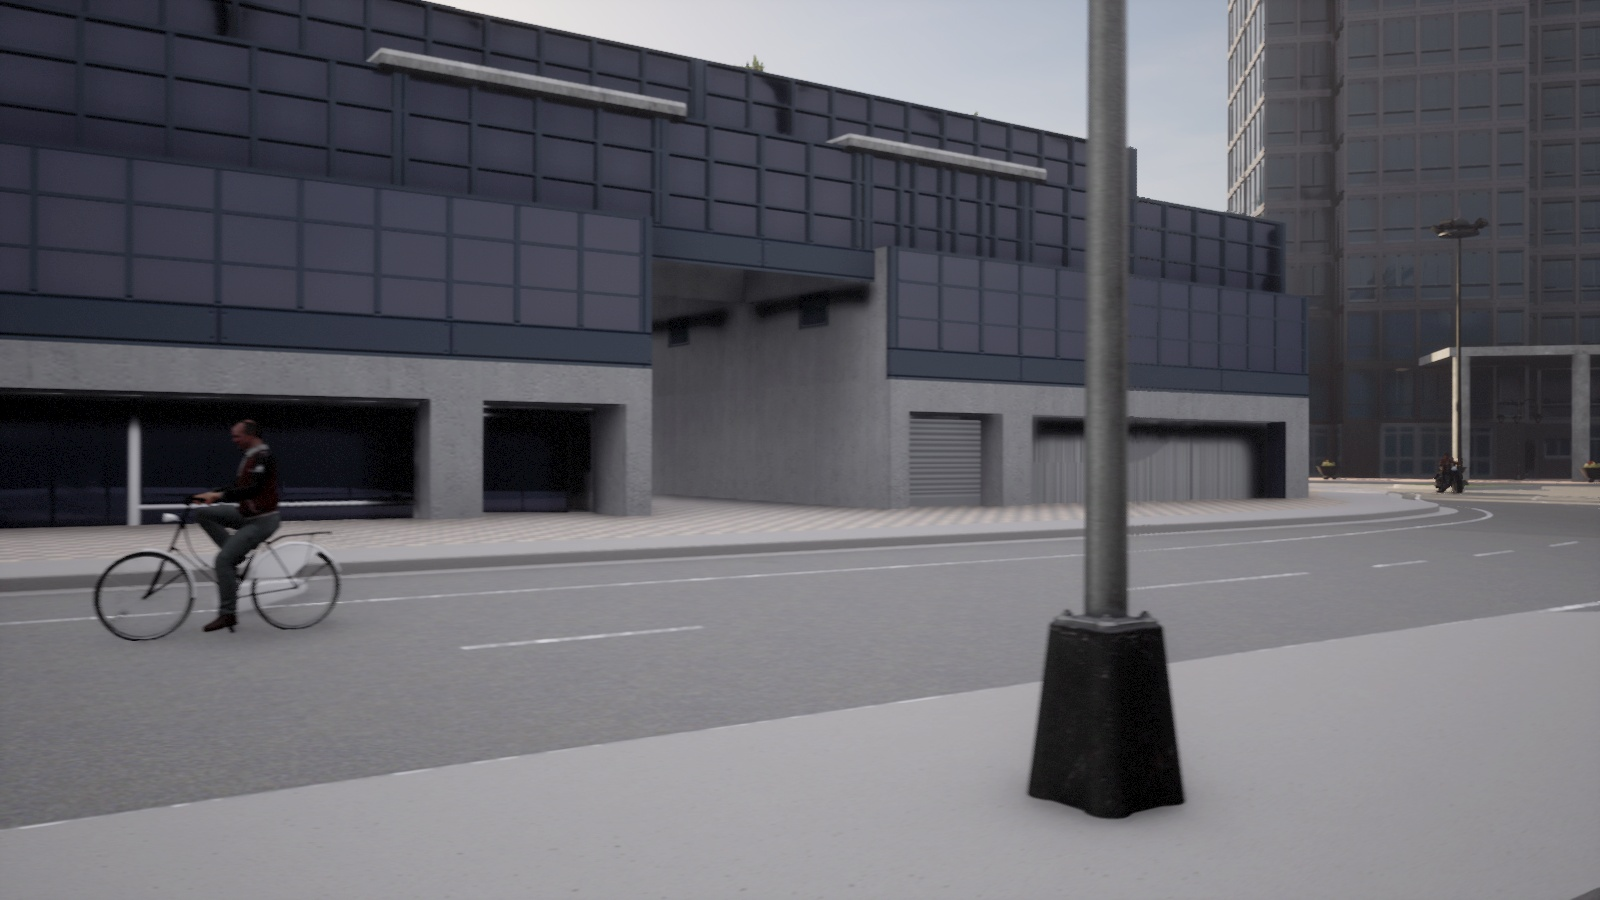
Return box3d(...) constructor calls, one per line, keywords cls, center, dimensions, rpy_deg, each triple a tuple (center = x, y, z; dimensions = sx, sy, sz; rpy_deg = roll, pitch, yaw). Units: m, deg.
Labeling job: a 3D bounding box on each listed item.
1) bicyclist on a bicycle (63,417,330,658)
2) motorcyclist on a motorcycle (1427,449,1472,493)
box3d(cls="bicyclist on a bicycle", center=(-4.808, 0.651, 10.062), dimensions=(1.843, 1.776, 0.659), rpy_deg=(0, 0, -35))
box3d(cls="motorcyclist on a motorcycle", center=(25.223, 0.794, 48.780), dimensions=(0.766, 1.649, 2.350), rpy_deg=(-1, 0, 7))
